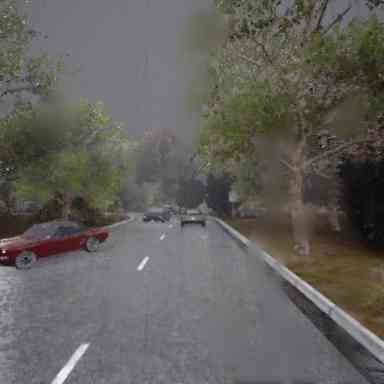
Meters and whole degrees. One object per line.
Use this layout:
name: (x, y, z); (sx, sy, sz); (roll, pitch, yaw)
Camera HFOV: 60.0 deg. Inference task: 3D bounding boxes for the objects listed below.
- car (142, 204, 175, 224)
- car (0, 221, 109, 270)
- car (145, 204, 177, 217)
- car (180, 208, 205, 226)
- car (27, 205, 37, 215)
car: (-3.089, 2.057, 30.212); (2.033, 1.411, 5.357); (0, -1, 4)
car: (-5.379, 1.834, 12.426); (1.895, 1.301, 4.718); (-2, 1, 28)
car: (-4.096, 2.329, 43.004); (1.837, 1.490, 4.892); (2, -3, -37)
car: (0.062, 2.015, 27.252); (1.994, 1.385, 4.181); (0, -1, 0)
car: (-20.566, 2.189, 47.673); (5.566, 2.045, 2.150); (0, -2, 0)
